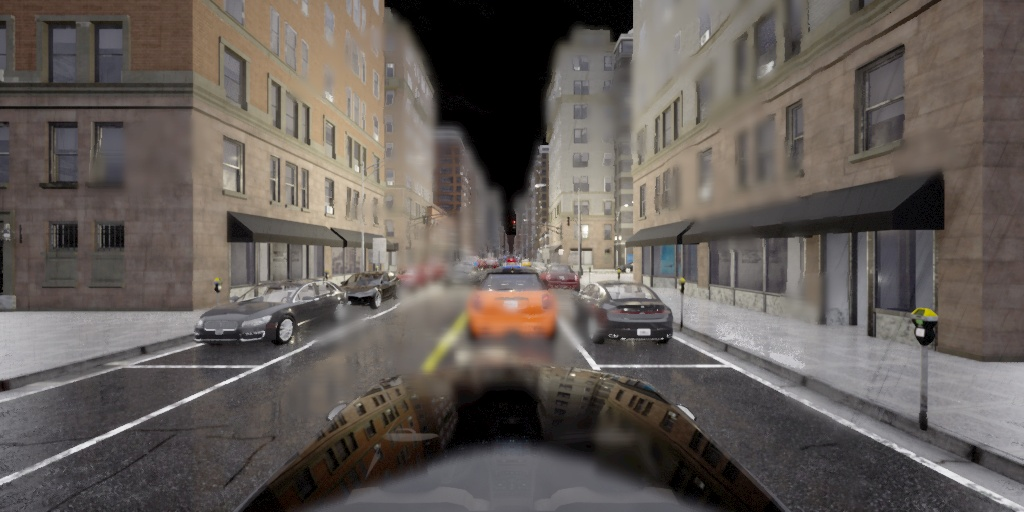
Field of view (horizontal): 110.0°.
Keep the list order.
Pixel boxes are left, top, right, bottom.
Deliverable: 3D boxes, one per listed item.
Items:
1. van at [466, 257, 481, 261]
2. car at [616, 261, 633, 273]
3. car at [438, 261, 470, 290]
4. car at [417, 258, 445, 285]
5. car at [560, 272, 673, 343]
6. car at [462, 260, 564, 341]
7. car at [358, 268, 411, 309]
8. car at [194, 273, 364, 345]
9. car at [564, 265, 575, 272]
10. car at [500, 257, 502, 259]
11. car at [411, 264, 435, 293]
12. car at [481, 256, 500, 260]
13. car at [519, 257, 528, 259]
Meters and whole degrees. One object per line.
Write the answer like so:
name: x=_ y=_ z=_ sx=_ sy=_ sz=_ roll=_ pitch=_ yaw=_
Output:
van: x=-5.944 y=1.078 z=52.894 sx=1.690 sy=1.789 sz=3.998 roll=0 pitch=0 yaw=0
car: x=14.499 y=1.238 z=41.108 sx=4.892 sy=1.490 sz=1.837 roll=0 pitch=0 yaw=1
car: x=-3.030 y=1.253 z=22.454 sx=1.837 sy=1.490 sz=4.892 roll=0 pitch=0 yaw=1
car: x=-5.897 y=1.061 z=25.946 sx=2.192 sy=1.841 sz=5.009 roll=0 pitch=0 yaw=0
car: x=2.657 y=1.300 z=9.413 sx=2.007 sy=1.370 sz=4.403 roll=0 pitch=0 yaw=0
car: x=0.007 y=1.101 z=10.014 sx=2.097 sy=1.767 sz=4.553 roll=0 pitch=0 yaw=0
car: x=-5.878 y=1.314 z=14.899 sx=1.948 sy=1.339 sz=4.313 roll=0 pitch=0 yaw=0
car: x=-5.869 y=1.300 z=9.375 sx=2.007 sy=1.370 sz=4.403 roll=0 pitch=0 yaw=0
car: x=2.638 y=1.187 z=20.463 sx=1.967 sy=1.591 sz=4.097 roll=0 pitch=0 yaw=0
car: x=-3.171 y=1.259 z=62.824 sx=1.812 sy=1.442 sz=4.674 roll=0 pitch=0 yaw=0
car: x=-5.888 y=1.329 z=20.423 sx=1.802 sy=1.307 sz=4.207 roll=0 pitch=0 yaw=0
car: x=-3.174 y=1.215 z=53.481 sx=1.882 sy=1.535 sz=5.008 roll=0 pitch=0 yaw=0
car: x=2.562 y=1.259 z=64.294 sx=1.751 sy=1.417 sz=4.829 roll=0 pitch=0 yaw=0
